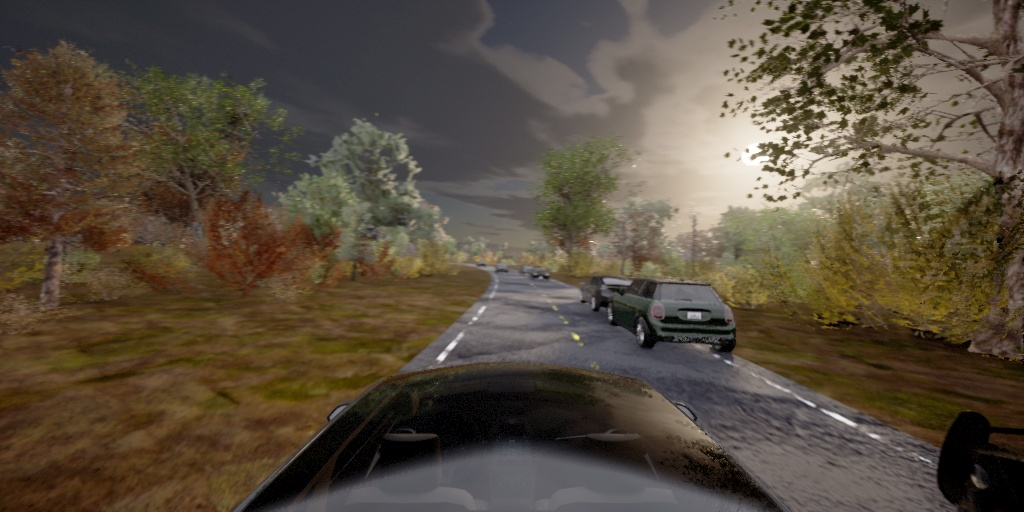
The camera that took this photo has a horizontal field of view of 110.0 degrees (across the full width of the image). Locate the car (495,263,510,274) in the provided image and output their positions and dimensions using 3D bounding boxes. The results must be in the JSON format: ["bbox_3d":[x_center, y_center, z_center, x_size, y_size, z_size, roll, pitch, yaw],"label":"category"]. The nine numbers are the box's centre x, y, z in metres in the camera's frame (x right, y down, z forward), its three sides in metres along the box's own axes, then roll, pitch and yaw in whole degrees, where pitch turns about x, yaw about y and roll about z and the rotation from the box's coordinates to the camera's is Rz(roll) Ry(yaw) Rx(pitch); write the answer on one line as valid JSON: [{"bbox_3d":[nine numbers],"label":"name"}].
[{"bbox_3d":[-1.548,1.814,53.591,1.837,1.490,4.892,3,-1,-6],"label":"car"}]

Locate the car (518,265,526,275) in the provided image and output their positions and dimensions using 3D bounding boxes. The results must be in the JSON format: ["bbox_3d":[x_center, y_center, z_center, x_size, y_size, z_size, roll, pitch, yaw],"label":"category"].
[{"bbox_3d":[2.059,1.963,49.752,2.033,1.411,5.357,2,-1,-6],"label":"car"}]

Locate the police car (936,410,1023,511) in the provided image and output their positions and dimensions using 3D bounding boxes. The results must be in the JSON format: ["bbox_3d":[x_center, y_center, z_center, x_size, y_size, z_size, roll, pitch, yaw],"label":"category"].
[{"bbox_3d":[3.674,1.313,0.240,1.930,1.638,5.238,2,-1,4],"label":"police car"}]

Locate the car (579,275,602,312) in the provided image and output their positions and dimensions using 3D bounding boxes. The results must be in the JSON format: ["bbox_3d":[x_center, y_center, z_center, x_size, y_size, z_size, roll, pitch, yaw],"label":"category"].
[{"bbox_3d":[4.289,1.613,16.240,1.837,1.490,4.892,2,-1,1],"label":"car"}]

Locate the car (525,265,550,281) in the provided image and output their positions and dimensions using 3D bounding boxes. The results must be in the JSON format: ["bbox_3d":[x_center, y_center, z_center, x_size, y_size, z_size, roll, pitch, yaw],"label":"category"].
[{"bbox_3d":[2.858,1.923,39.059,1.895,1.301,4.718,2,-1,-4],"label":"car"}]

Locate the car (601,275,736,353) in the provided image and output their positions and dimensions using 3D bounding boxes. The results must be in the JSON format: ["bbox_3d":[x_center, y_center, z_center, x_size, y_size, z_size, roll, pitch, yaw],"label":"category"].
[{"bbox_3d":[4.159,1.380,10.168,2.097,1.767,4.553,2,-1,2],"label":"car"}]
